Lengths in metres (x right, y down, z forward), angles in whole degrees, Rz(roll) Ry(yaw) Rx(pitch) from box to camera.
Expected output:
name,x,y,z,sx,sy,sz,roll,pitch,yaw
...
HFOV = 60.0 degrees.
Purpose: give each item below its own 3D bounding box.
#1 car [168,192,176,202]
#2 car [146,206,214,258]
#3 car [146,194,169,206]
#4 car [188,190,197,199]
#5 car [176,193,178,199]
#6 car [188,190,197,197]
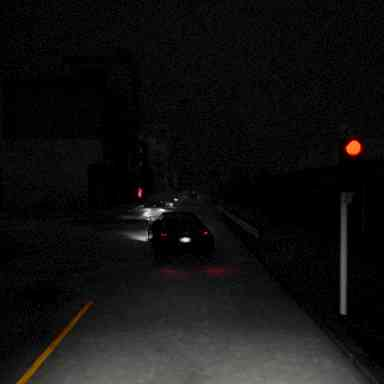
name,x,y,z,sx,sy,sz,roll,pitch,yaw
car,-3.980,0.950,53.021,1.895,1.301,4.718,0,1,0
car,-0.541,1.413,12.177,1.994,1.385,4.181,0,1,-10
car,-4.022,1.135,37.917,1.895,1.301,4.718,0,1,0
car,0.118,0.668,67.180,2.128,1.511,4.902,0,1,0
car,-3.881,0.707,68.611,1.994,1.385,4.181,0,1,0
car,0.134,0.359,77.597,1.882,1.535,5.008,0,1,0
